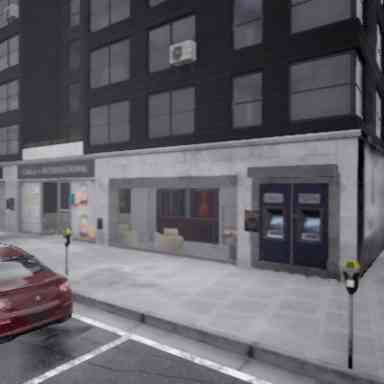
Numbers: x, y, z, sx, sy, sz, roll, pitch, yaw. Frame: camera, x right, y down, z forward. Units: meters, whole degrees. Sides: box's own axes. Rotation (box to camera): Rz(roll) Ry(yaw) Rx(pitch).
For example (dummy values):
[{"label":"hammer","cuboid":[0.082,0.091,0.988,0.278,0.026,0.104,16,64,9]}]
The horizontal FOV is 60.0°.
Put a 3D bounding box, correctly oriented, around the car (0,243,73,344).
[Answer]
[{"label":"car","cuboid":[-3.778,1.558,5.771,4.206,1.307,1.802,0,0,35]}]
